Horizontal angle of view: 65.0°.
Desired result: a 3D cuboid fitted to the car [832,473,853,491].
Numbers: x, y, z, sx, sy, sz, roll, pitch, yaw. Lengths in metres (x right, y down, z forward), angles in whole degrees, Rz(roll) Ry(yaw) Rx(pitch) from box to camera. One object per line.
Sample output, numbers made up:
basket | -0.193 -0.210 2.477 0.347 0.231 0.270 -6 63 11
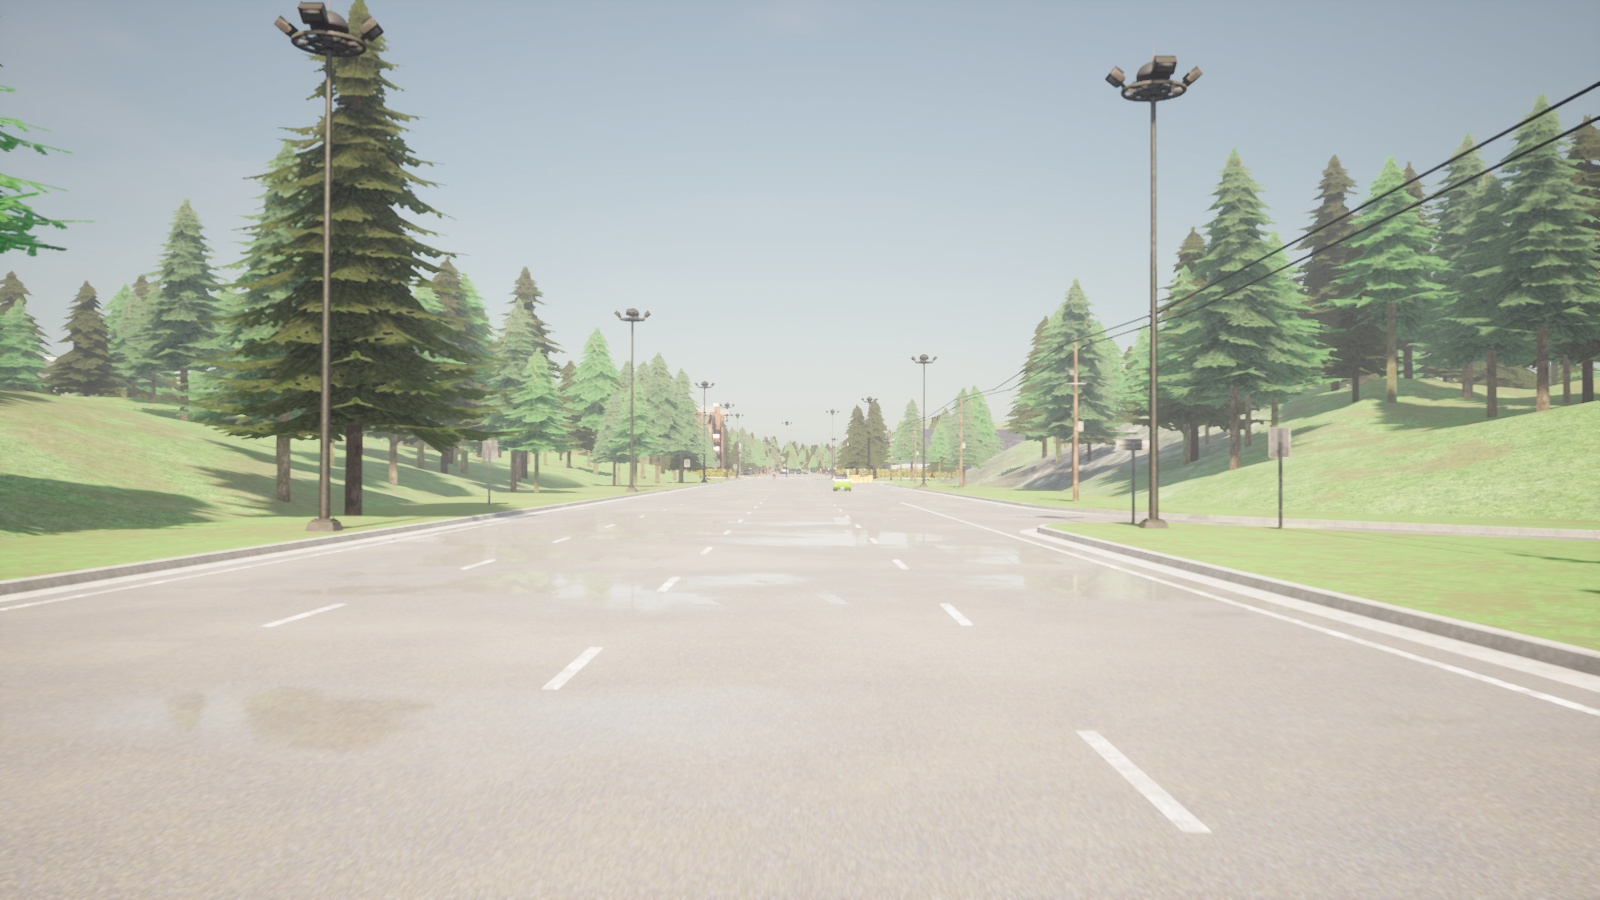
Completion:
car | 3.266 2.473 96.585 1.481 1.376 2.207 0 -1 0
